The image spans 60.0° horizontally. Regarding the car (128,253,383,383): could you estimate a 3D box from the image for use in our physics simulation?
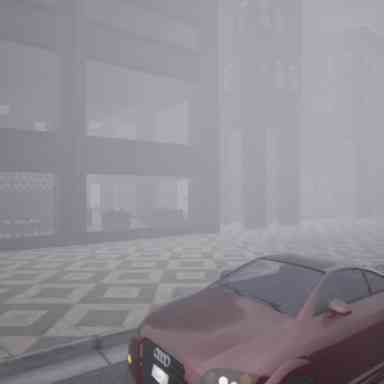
[{"bbox_3d":[1.321,1.563,4.312,4.181,1.385,1.994,0,0,-35],"label":"car"}]
